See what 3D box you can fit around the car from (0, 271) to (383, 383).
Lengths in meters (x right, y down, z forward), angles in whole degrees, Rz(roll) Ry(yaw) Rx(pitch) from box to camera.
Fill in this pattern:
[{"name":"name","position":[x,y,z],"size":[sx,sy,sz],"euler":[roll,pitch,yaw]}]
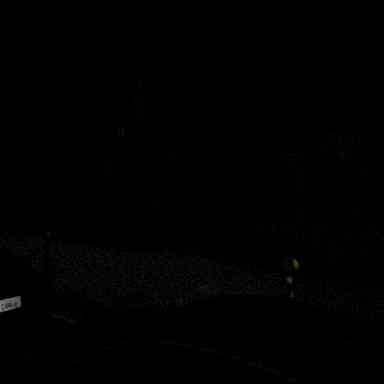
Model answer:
[{"name":"car","position":[0.185,1.573,2.677],"size":[4.313,1.339,1.947],"euler":[0,0,36]}]

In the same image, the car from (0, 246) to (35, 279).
[{"name":"car","position":[-4.221,1.604,5.822],"size":[4.313,1.339,1.947],"euler":[0,0,36]}]
